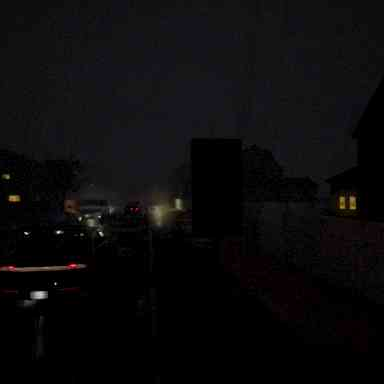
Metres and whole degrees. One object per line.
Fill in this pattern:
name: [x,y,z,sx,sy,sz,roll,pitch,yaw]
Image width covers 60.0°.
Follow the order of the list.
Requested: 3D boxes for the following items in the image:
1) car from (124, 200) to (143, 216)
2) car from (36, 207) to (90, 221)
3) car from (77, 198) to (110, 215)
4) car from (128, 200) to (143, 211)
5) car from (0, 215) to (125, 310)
car: [-6.781,1.914,38.211,2.033,1.411,5.357,-1,0,-7]
car: [-6.988,1.741,17.284,2.033,1.411,5.357,-1,0,-8]
car: [-8.428,1.523,28.513,2.150,2.045,5.566,-1,0,-6]
car: [-8.174,1.946,48.640,1.882,1.535,5.008,-1,0,-7]
car: [-2.921,1.567,8.083,2.128,1.511,4.902,-1,0,-7]
